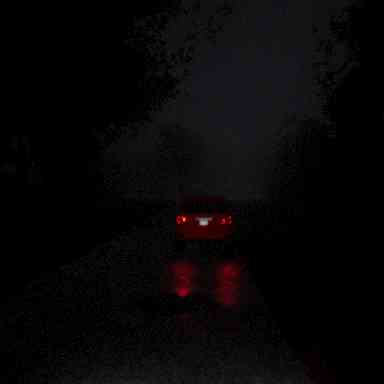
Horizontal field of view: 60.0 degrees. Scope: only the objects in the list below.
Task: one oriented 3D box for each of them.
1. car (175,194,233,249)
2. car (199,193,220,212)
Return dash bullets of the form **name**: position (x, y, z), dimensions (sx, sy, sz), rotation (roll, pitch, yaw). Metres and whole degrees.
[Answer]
- **car**: position (0.569, 1.124, 14.248), dimensions (2.150, 2.045, 5.566), rotation (0, 1, 3)
- **car**: position (1.715, 0.949, 32.160), dimensions (1.882, 1.535, 5.008), rotation (0, 1, 4)
